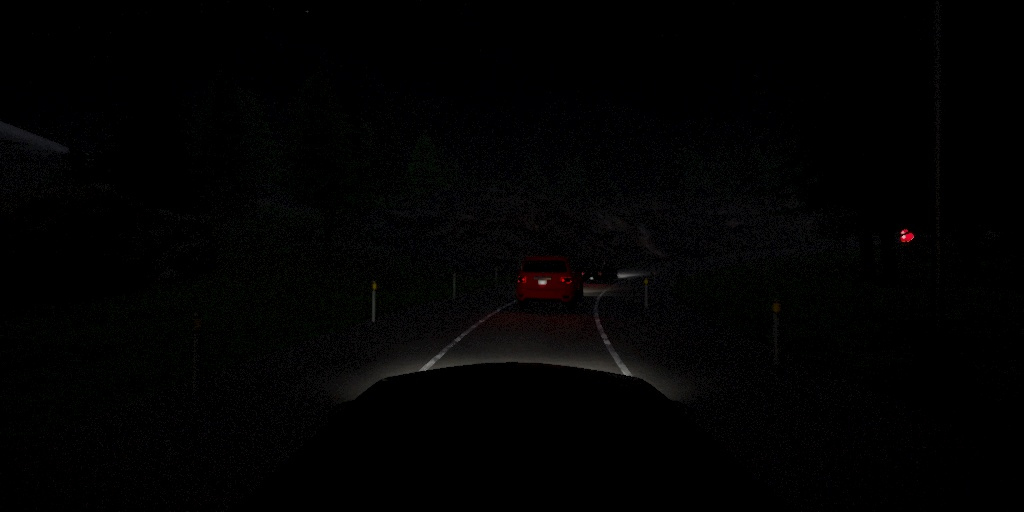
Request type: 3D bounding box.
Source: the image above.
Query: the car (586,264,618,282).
[{"bbox_3d":[6.807,1.280,27.690,1.895,1.301,4.718,0,1,29],"label":"car"}]

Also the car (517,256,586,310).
[{"bbox_3d":[1.734,1.008,15.049,2.150,2.045,5.566,0,0,15],"label":"car"}]
